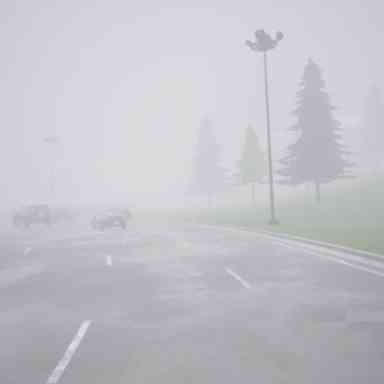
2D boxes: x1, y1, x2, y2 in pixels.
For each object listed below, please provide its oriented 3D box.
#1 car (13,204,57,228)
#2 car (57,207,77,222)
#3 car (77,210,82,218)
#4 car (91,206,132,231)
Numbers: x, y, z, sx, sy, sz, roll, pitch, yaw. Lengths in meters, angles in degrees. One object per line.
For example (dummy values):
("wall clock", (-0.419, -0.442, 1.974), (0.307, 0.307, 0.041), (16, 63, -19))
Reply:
("car", (-14.977, 2.219, 31.119), (2.150, 2.045, 5.566), (-2, -1, -42))
("car", (-14.896, 2.391, 36.214), (2.097, 1.767, 4.553), (-2, -1, -44))
("car", (-16.136, 2.701, 42.184), (5.357, 1.411, 2.033), (-3, -1, 38))
("car", (-6.245, 2.051, 24.919), (1.812, 1.442, 4.674), (-2, -1, -28))
